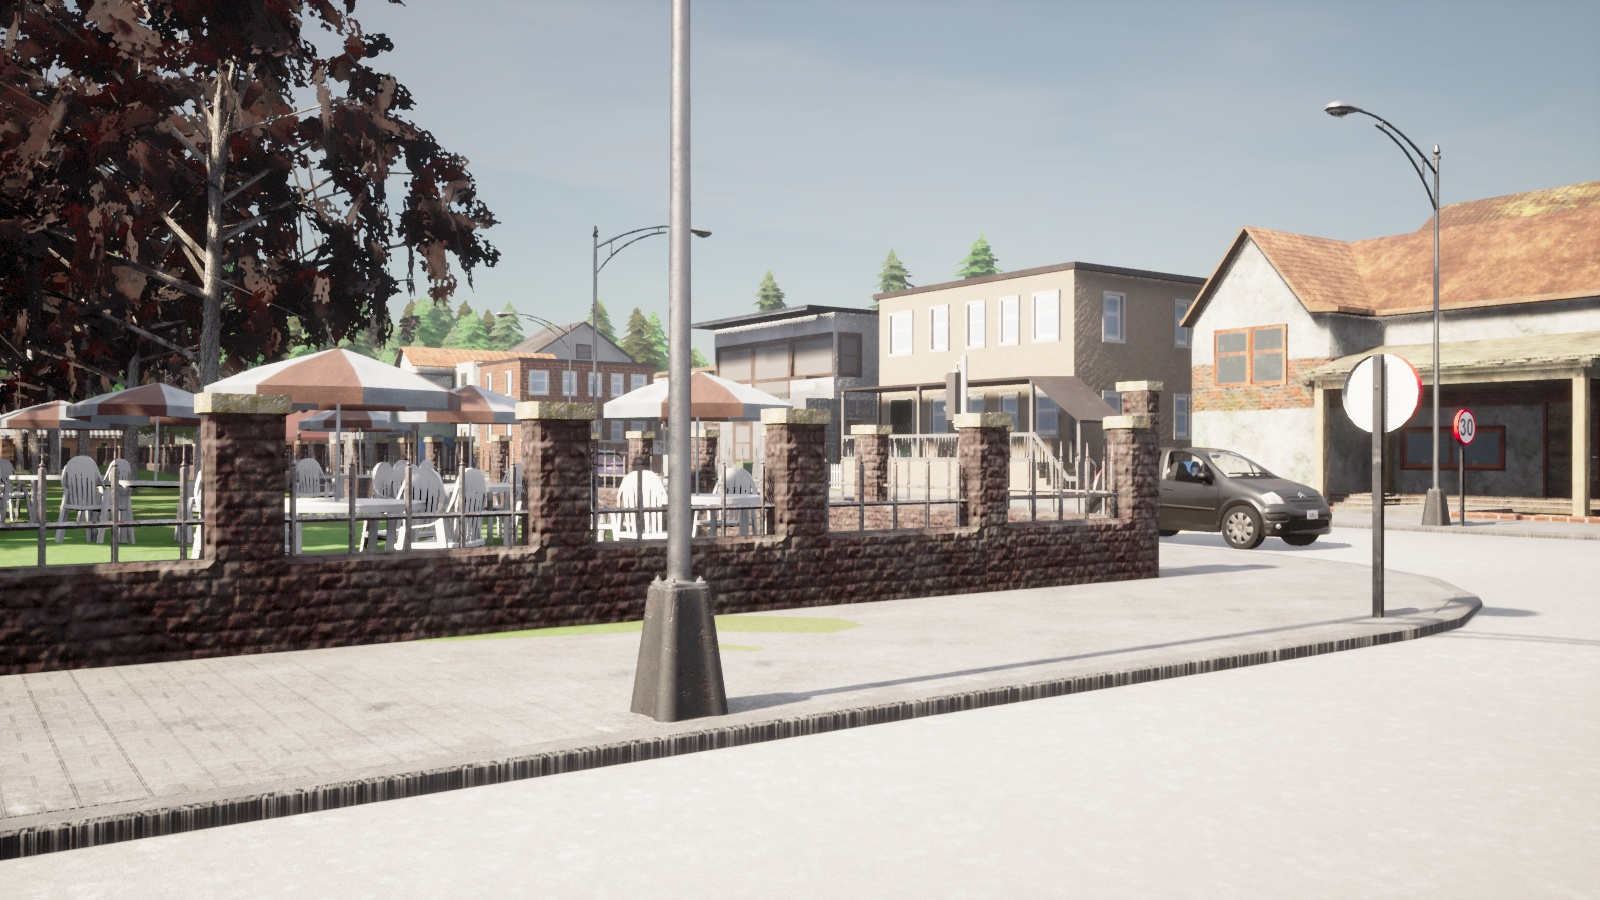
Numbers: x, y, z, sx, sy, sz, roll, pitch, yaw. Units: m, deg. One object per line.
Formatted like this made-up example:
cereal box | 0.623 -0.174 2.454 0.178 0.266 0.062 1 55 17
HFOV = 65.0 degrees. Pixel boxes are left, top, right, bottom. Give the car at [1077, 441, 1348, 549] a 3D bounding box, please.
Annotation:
car | 6.790 0.680 21.041 1.851 1.617 3.988 0 0 -35

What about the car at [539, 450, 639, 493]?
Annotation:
car | -8.432 0.814 49.772 2.033 1.649 4.856 0 0 -35

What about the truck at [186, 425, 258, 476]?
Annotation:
truck | -41.321 0.070 89.628 2.891 3.462 7.936 0 0 -38
